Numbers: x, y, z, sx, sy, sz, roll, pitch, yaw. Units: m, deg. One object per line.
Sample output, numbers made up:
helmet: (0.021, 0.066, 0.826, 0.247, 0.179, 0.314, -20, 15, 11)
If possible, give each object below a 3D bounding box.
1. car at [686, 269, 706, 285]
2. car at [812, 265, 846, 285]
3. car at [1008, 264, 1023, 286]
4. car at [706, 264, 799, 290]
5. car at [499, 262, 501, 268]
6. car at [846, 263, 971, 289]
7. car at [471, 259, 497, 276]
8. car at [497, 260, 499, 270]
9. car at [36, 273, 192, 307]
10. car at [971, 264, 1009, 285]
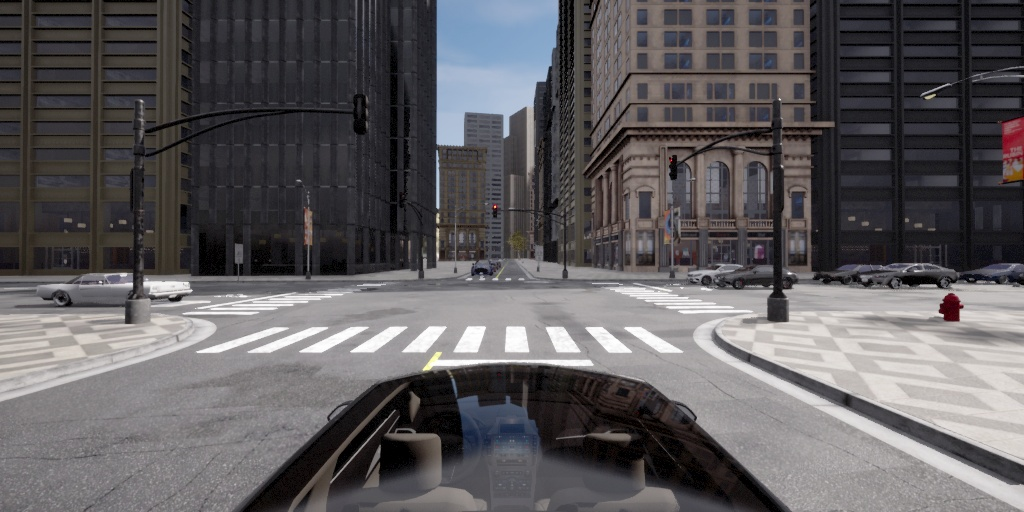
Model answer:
car: (14.638, 1.264, 24.963, 4.674, 1.442, 1.812, 0, 0, 0)
car: (24.220, 1.262, 24.968, 5.357, 1.411, 2.033, 0, 0, 0)
car: (33.685, 1.232, 21.718, 4.181, 1.385, 1.994, 0, 0, 0)
car: (14.703, 1.240, 21.703, 4.674, 1.442, 1.812, 0, 0, -1)
car: (-3.052, 1.401, 55.417, 1.994, 1.385, 4.181, 0, 0, 0)
car: (23.813, 1.183, 21.717, 4.902, 1.511, 2.128, 0, 0, 0)
car: (-3.046, 1.146, 37.614, 2.097, 1.767, 4.553, 0, 0, 0)
car: (-3.056, 1.378, 46.386, 1.994, 1.385, 4.181, 0, 0, 0)
car: (-16.375, 1.366, 14.983, 4.718, 1.301, 1.895, 0, 0, 0)
car: (34.648, 1.237, 24.975, 5.357, 1.411, 2.033, 0, 0, -1)
